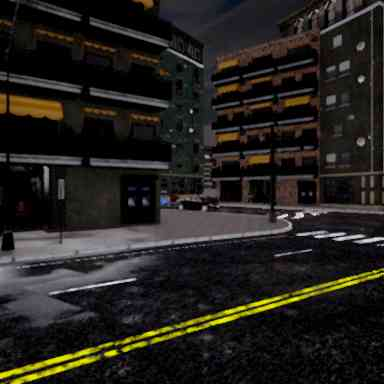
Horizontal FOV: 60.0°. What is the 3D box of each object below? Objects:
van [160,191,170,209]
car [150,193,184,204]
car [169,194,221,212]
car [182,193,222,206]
[{"bbox_3d":[-3.900,0.731,33.354,3.998,1.788,1.690,1,0,37],"label":"van"},{"bbox_3d":[-3.262,0.843,43.352,4.206,1.307,1.802,1,0,37],"label":"car"},{"bbox_3d":[0.513,1.045,30.035,4.403,1.369,2.008,1,0,37],"label":"car"},{"bbox_3d":[1.156,0.916,40.033,4.403,1.369,2.008,1,0,37],"label":"car"}]
